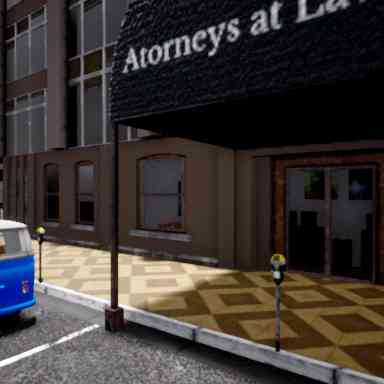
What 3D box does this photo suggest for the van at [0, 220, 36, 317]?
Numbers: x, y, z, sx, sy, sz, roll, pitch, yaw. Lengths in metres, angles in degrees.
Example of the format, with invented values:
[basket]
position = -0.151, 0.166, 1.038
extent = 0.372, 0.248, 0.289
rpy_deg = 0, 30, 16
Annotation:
[van]
position = -4.573, 1.340, 6.122
extent = 3.998, 1.788, 1.690
rpy_deg = 0, 0, 35
